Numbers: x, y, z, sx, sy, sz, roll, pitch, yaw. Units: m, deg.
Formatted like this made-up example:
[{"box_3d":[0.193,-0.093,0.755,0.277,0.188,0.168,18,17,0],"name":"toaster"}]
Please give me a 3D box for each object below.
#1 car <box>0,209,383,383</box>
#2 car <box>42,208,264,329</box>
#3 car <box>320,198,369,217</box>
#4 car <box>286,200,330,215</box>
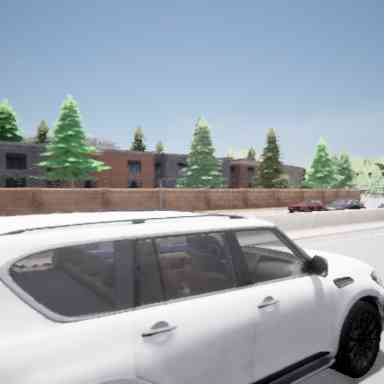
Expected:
[{"box_3d":[0.014,1.220,3.823,5.566,2.045,2.150,-1,0,-36],"name":"car"},{"box_3d":[-0.738,1.343,7.560,4.553,1.767,2.097,0,0,-35],"name":"car"},{"box_3d":[14.540,1.425,31.619,4.902,1.511,2.128,0,0,-36],"name":"car"},{"box_3d":[11.913,1.536,34.009,4.718,1.301,1.895,0,0,-36],"name":"car"}]
